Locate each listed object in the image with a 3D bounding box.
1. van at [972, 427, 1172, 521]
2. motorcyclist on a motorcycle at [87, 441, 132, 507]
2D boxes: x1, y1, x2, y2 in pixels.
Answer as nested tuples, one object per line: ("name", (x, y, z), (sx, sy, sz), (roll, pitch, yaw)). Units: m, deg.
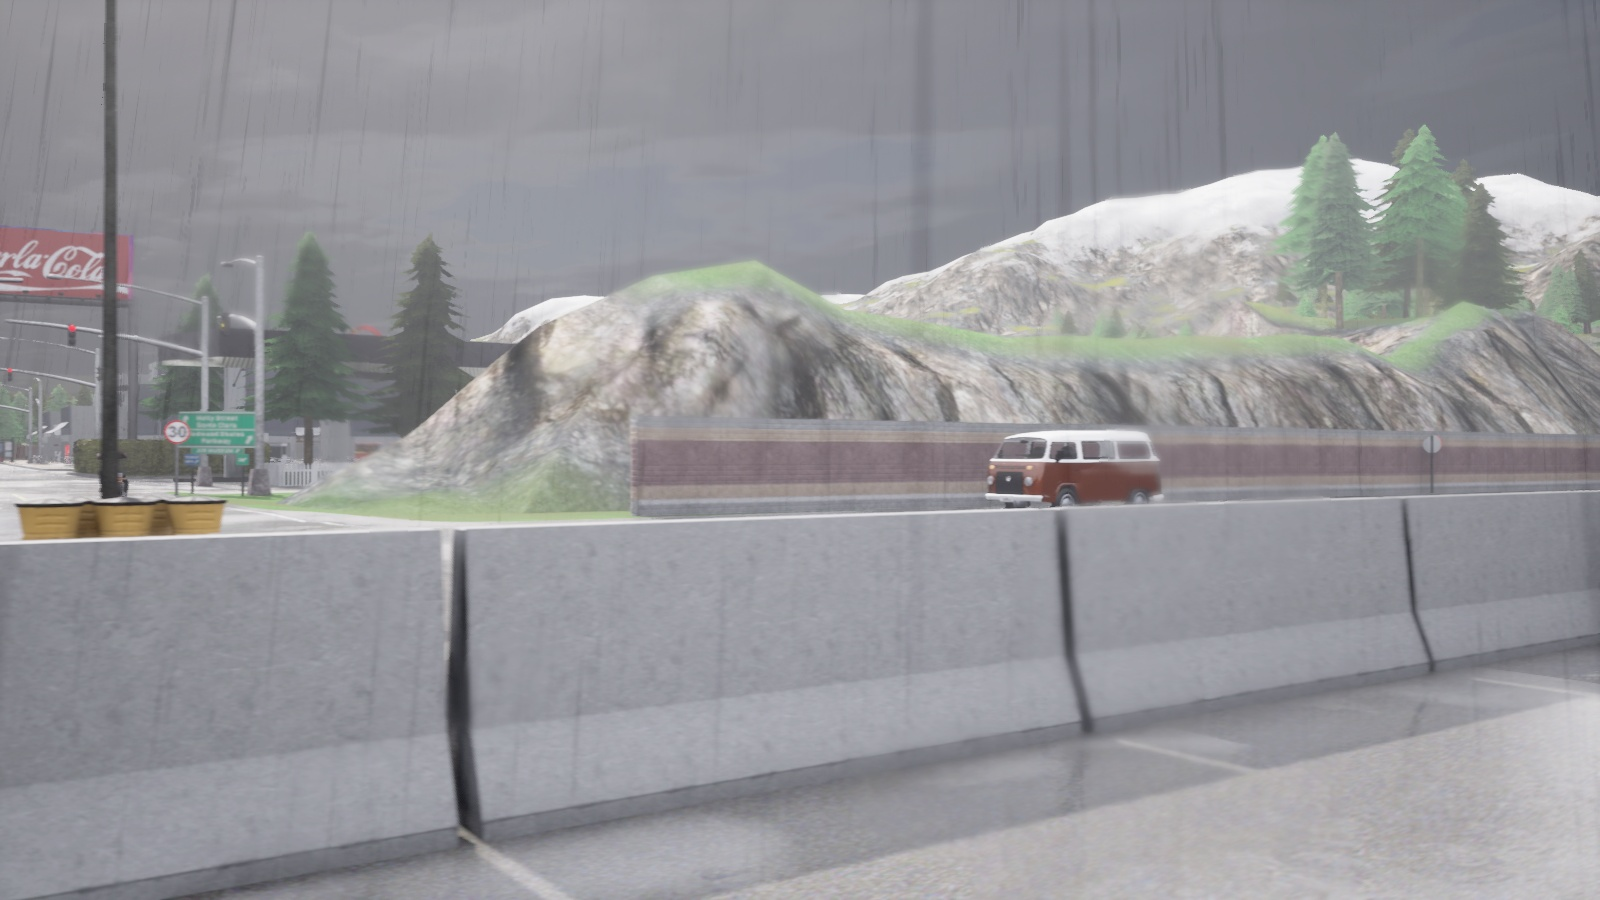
("van", (6.417, 0.527, 29.446), (4.480, 2.038, 2.069), (0, 0, -35))
("motorcyclist on a motorcycle", (-17.890, 0.617, 32.513), (0.766, 1.649, 2.350), (0, 0, -35))
